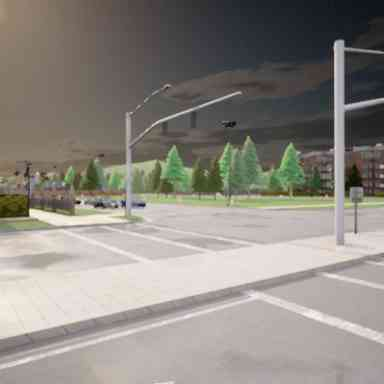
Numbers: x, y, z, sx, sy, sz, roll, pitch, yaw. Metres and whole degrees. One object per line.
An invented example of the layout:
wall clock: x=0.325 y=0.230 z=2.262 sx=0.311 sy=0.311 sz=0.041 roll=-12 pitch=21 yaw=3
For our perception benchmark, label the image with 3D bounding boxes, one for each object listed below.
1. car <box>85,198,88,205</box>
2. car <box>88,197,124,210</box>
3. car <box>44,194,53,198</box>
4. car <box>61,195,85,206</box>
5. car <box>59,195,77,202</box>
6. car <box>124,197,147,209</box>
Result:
car: x=-16.368 y=1.513 z=55.579 sx=1.895 sy=1.301 sz=4.718 roll=0 pitch=0 yaw=-36
car: x=-10.875 y=1.420 z=42.028 sx=2.128 sy=1.511 sz=4.902 roll=0 pitch=0 yaw=-36
car: x=-28.457 y=1.275 z=66.390 sx=1.837 sy=1.490 sz=4.892 roll=0 pitch=0 yaw=-36
car: x=-19.412 y=1.530 z=53.804 sx=1.895 sy=1.301 sz=4.718 roll=0 pitch=0 yaw=-36
car: x=-25.343 y=1.338 z=68.059 sx=2.033 sy=1.411 sz=5.357 roll=0 pitch=0 yaw=-36
car: x=-7.734 y=1.389 z=43.660 sx=1.882 sy=1.535 sz=5.008 roll=0 pitch=0 yaw=-36
